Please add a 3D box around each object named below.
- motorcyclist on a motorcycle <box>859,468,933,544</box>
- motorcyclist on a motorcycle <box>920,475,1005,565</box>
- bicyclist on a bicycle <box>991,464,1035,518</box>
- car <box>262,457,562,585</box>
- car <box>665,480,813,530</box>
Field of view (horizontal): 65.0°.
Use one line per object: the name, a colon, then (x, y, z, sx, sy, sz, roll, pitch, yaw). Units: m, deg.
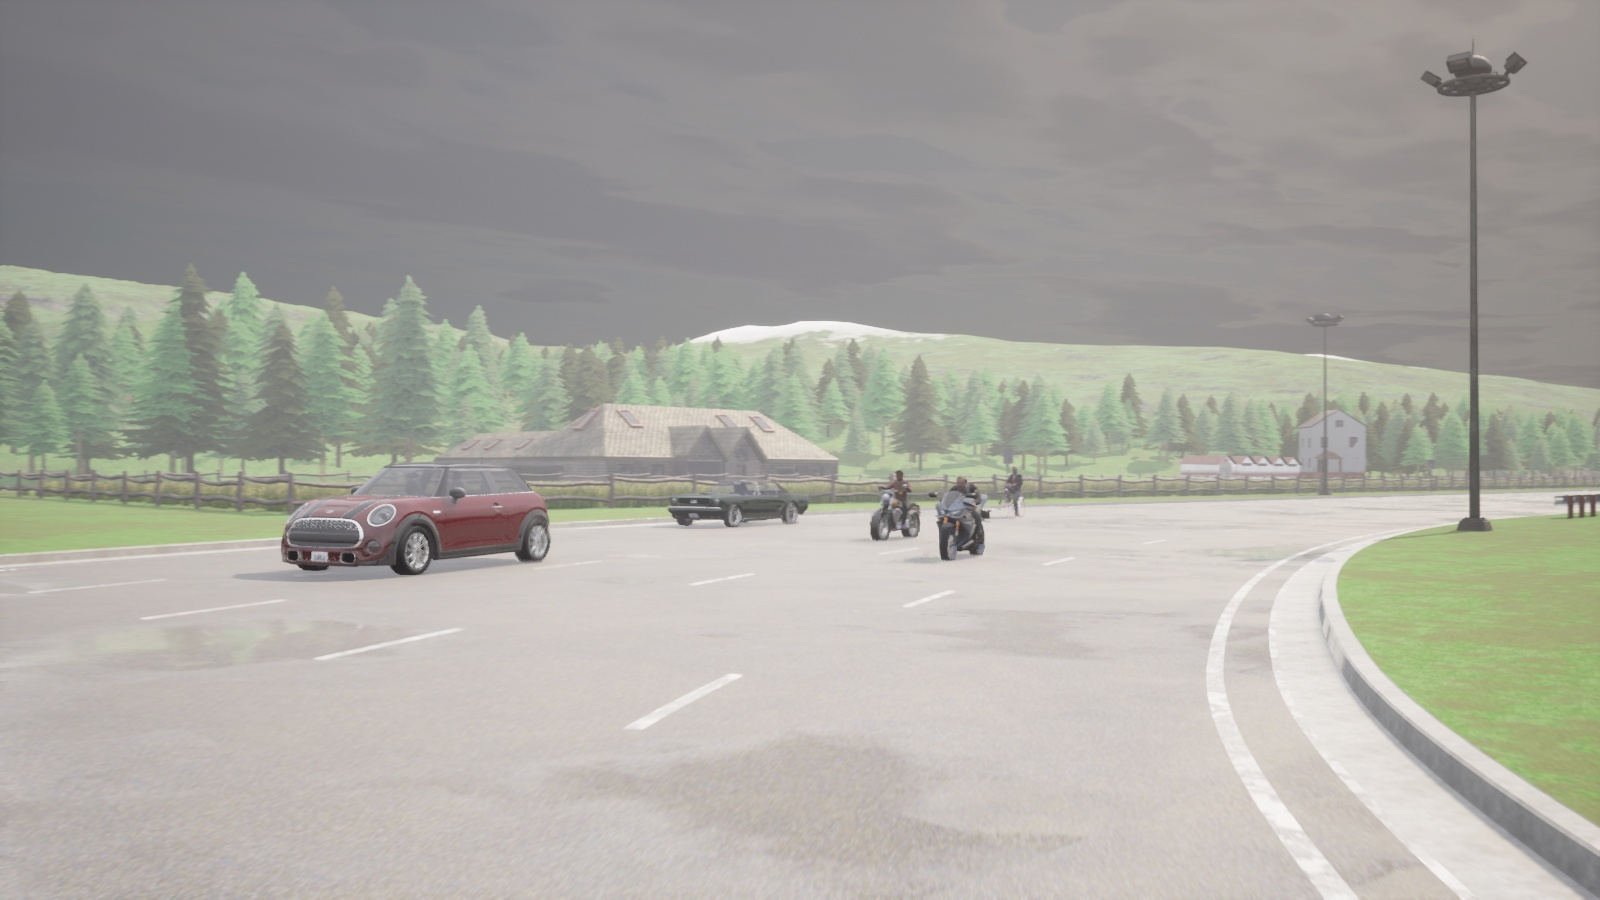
motorcyclist on a motorcycle: (2.216, 1.241, 28.774, 0.766, 1.649, 2.350, 0, -1, 30)
motorcyclist on a motorcycle: (2.972, 1.223, 22.747, 0.866, 1.530, 2.191, 0, -1, 27)
bicyclist on a bicycle: (7.249, 1.381, 42.676, 0.659, 1.776, 1.843, -1, -1, 38)
car: (-5.961, 1.024, 19.935, 2.097, 1.767, 4.553, -1, -1, 23)
car: (-1.662, 1.523, 35.993, 1.895, 1.301, 4.718, -1, -1, 32)
